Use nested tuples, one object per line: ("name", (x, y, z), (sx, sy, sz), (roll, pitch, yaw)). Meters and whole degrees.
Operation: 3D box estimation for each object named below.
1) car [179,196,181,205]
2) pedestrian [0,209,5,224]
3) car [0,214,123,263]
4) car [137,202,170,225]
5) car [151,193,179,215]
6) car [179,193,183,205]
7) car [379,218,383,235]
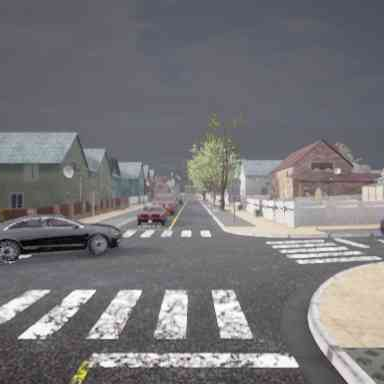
("car", (-2.820, 1.623, 43.903), (1.895, 1.301, 4.718), (0, 0, 0))
("pedestrian", (-9.682, 1.469, 16.558), (0.375, 1.860, 0.375), (0, 0, 0))
("car", (-5.062, 1.571, 12.174), (4.902, 1.511, 2.128), (-1, -1, -22))
("car", (-2.802, 1.615, 24.033), (1.895, 1.301, 4.718), (0, 0, -1))
("car", (-2.832, 1.241, 33.784), (2.150, 2.045, 5.566), (0, 0, 0))
("car", (-2.733, 1.250, 58.290), (2.150, 2.045, 5.566), (0, 0, 0))
("car", (10.419, 1.196, 13.718), (5.008, 1.535, 1.882), (-2, -1, -2))
